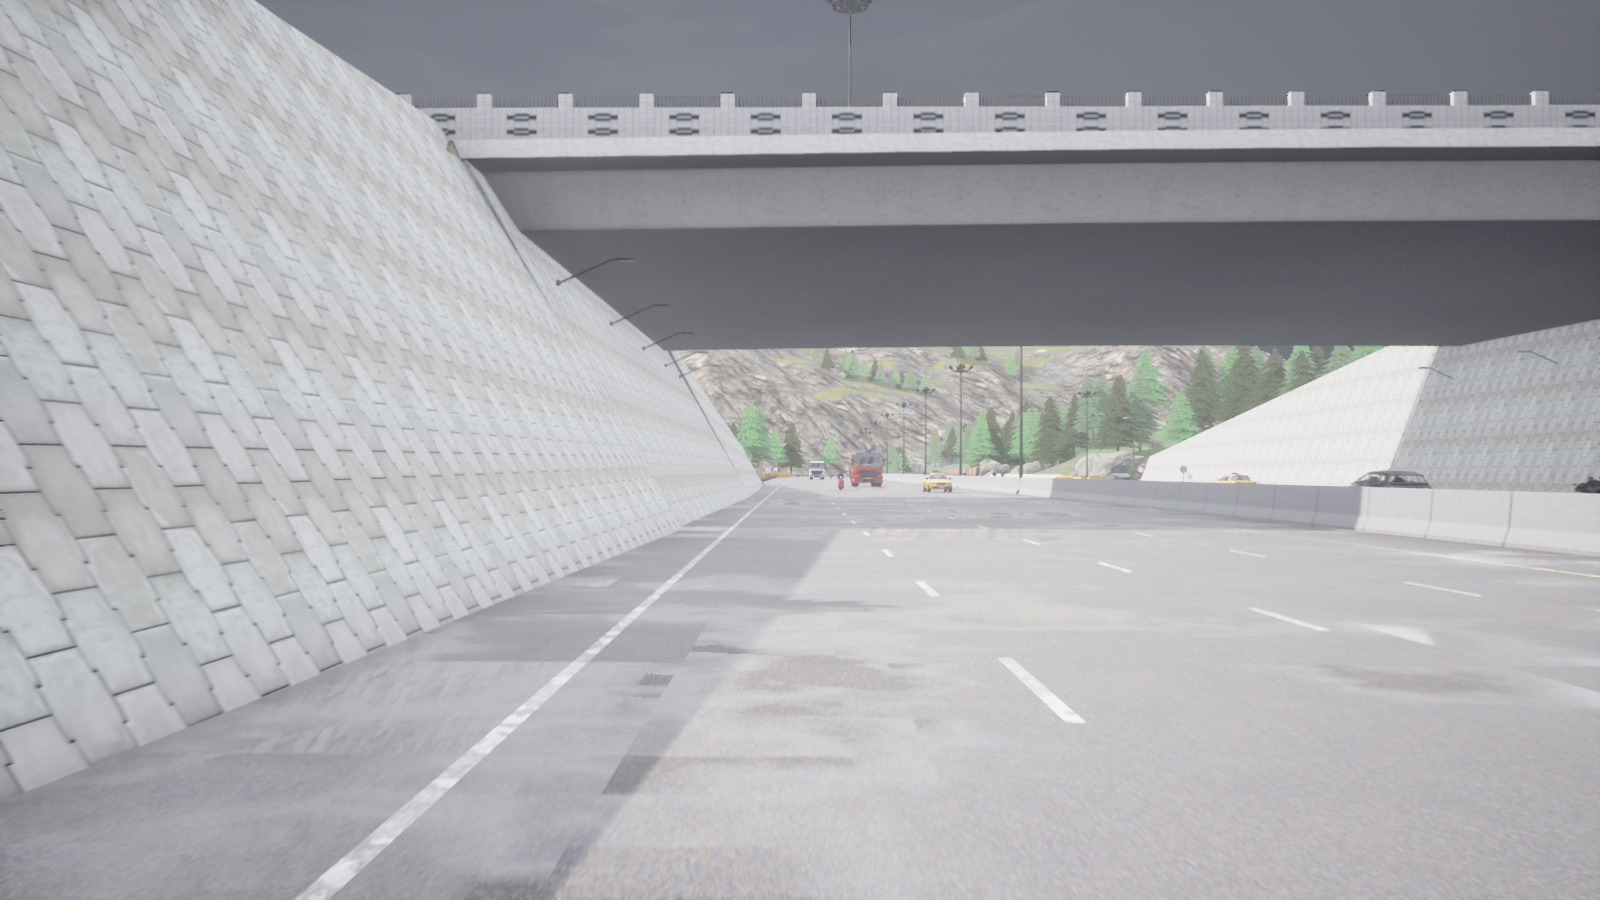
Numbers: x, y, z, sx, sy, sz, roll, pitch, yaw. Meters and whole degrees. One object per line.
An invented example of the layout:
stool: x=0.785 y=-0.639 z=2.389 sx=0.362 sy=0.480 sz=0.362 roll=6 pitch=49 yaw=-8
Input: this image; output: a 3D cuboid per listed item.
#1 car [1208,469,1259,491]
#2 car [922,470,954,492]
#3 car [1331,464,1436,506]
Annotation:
car: x=31.318 y=2.149 z=90.798 sx=1.801 sy=1.575 sz=5.366 roll=0 pitch=-1 yaw=0
car: x=10.314 y=2.290 z=94.241 sx=1.801 sy=1.575 sz=5.366 roll=0 pitch=-1 yaw=0
car: x=24.372 y=1.443 z=52.683 sx=2.242 sy=1.667 sz=4.611 roll=0 pitch=-1 yaw=0
